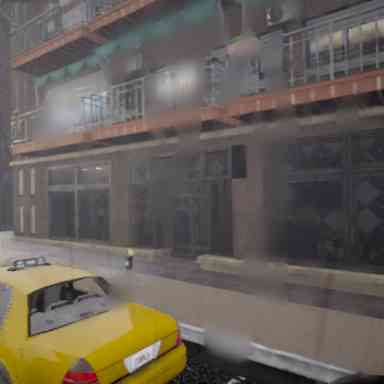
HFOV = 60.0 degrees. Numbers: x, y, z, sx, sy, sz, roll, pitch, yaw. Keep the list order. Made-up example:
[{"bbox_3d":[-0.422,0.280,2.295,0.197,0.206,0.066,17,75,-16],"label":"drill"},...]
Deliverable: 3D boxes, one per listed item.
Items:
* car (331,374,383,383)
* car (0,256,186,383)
[{"bbox_3d":[2.405,1.555,1.133,4.313,1.339,1.947,-1,-1,35],"label":"car"},{"bbox_3d":[-2.351,1.560,4.524,4.829,1.417,1.752,-1,-1,35],"label":"car"}]
